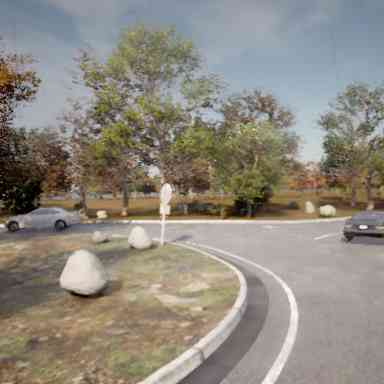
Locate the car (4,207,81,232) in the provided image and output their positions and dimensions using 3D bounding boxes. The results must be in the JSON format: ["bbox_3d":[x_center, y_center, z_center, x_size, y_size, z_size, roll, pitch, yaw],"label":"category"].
[{"bbox_3d":[-9.860,1.761,22.133,4.674,1.442,1.812,-1,1,-7],"label":"car"}]

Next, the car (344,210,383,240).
[{"bbox_3d":[9.065,1.614,16.561,2.033,1.411,5.357,-1,-1,38],"label":"car"}]
